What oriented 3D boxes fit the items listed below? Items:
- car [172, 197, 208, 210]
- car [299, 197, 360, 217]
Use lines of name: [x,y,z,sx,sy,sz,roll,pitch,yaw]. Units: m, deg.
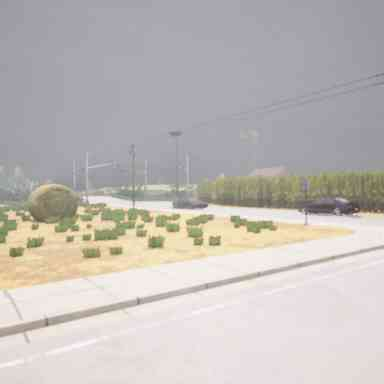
car: [-0.314,1.296,38.223,2.033,1.411,5.357,-1,1,-34]
car: [11.373,1.181,27.920,1.882,1.535,5.008,-1,1,-35]
